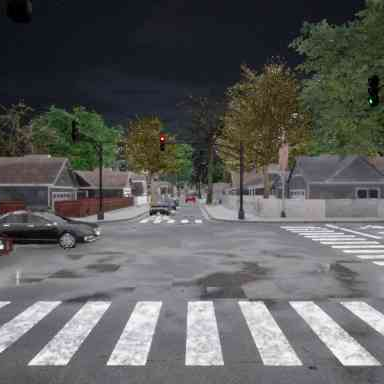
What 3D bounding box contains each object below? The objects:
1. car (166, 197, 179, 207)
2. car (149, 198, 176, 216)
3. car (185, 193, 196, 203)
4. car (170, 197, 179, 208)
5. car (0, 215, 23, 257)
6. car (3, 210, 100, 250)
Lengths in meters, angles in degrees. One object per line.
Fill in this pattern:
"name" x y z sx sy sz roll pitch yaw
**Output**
"car" -3.027 1.569 53.096 1.812 1.442 4.674 0 0 0
"car" -3.028 1.568 32.957 2.033 1.411 5.357 0 0 0
"car" -0.305 1.300 73.590 2.150 2.045 5.566 0 0 0
"car" -3.008 1.595 42.846 1.994 1.385 4.181 0 0 0
"car" -8.099 1.605 10.652 4.181 1.385 1.994 0 0 0
"car" -6.351 1.535 13.900 4.892 1.490 1.837 -1 0 0
